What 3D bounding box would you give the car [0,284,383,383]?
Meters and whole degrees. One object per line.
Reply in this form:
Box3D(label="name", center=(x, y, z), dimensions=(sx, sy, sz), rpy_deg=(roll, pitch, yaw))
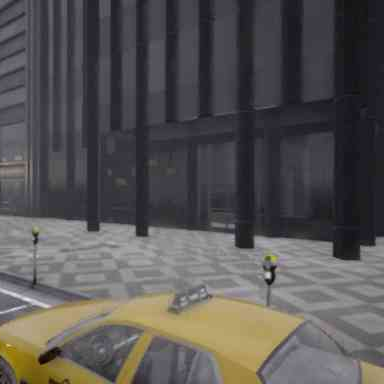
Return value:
Box3D(label="car", center=(-0.223, 1.523, 3.005), dimensions=(4.829, 1.417, 1.752), rpy_deg=(0, 0, 37))
